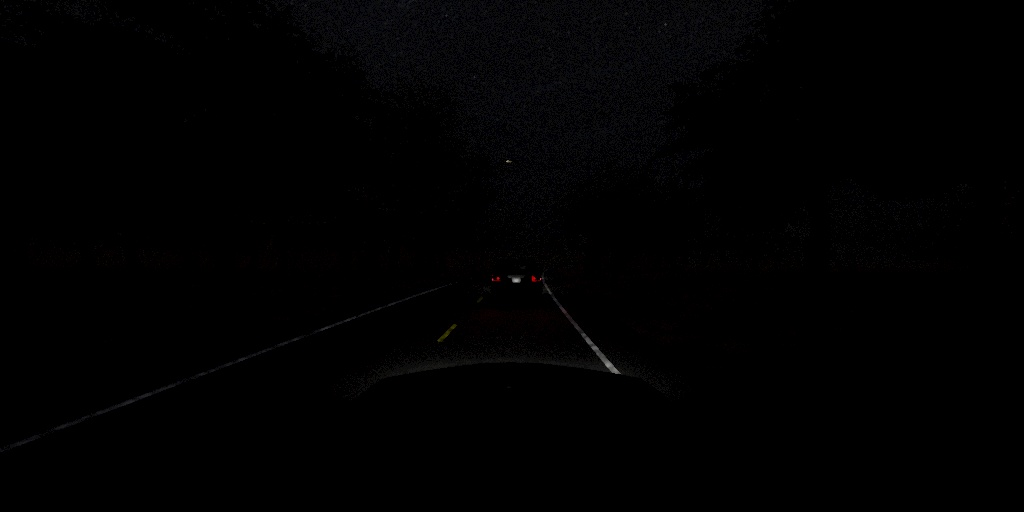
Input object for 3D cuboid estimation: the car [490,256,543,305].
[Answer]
[{"bbox_3d":[0.250,1.045,16.424,2.150,2.045,5.566,0,0,2],"label":"car"}]
